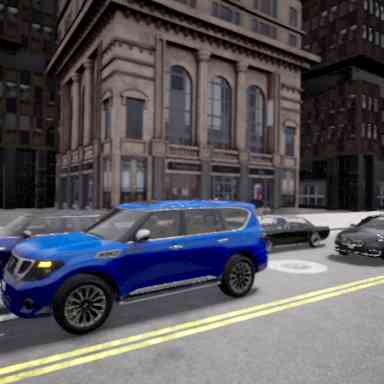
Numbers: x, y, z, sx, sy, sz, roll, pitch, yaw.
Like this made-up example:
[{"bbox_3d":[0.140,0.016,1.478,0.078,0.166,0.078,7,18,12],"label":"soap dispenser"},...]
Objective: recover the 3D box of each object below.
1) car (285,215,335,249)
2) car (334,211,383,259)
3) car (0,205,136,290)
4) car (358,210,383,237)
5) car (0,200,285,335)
[{"bbox_3d":[3.522,1.637,13.763,4.718,1.301,1.895,1,0,-33],"label":"car"},{"bbox_3d":[7.315,1.593,12.366,4.892,1.490,1.837,1,0,-33],"label":"car"},{"bbox_3d":[-4.023,1.288,8.789,4.553,1.767,2.097,1,0,-33],"label":"car"},{"bbox_3d":[11.832,1.746,19.229,4.718,1.301,1.895,1,0,-33],"label":"car"},{"bbox_3d":[-0.803,1.202,7.031,5.566,2.045,2.150,1,0,-35],"label":"car"}]
